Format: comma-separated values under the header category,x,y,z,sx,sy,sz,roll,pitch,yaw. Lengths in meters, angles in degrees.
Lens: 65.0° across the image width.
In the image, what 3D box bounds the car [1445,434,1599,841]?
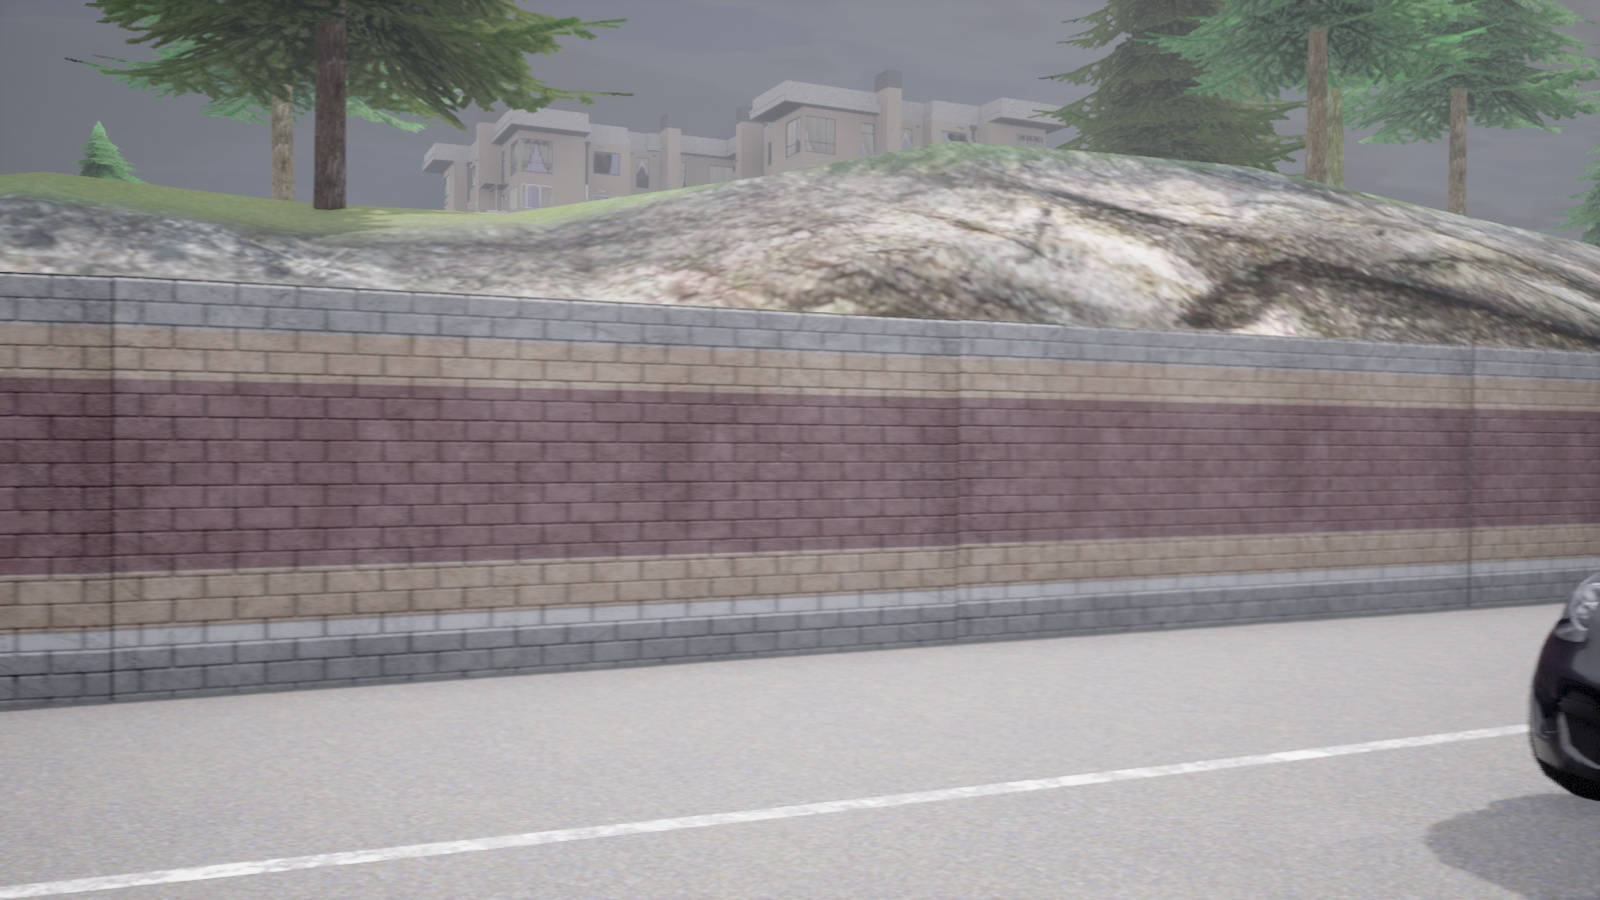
category,x,y,z,sx,sy,sz,roll,pitch,yaw
car,4.737,0.679,5.140,3.633,1.501,1.845,-1,1,-24
